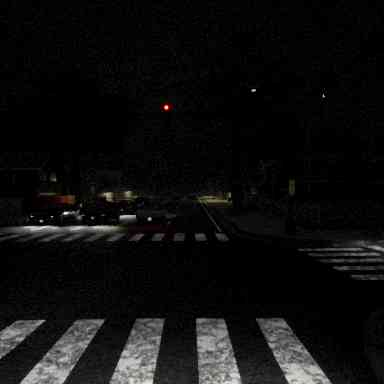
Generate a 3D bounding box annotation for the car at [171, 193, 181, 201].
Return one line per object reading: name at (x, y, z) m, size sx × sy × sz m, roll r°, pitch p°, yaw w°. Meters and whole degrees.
car at (-3.160, 0.939, 67.773) m, size 2.128 × 1.511 × 4.902 m, roll 0°, pitch 1°, yaw 0°

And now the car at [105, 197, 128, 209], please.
car at (-9.847, 1.432, 43.836) m, size 1.895 × 1.301 × 4.718 m, roll 0°, pitch 1°, yaw 0°

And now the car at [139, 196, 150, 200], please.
car at (-6.595, 1.337, 43.785) m, size 1.837 × 1.490 × 4.892 m, roll 0°, pitch 1°, yaw 0°

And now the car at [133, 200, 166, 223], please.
car at (-3.016, 1.563, 25.278) m, size 1.895 × 1.301 × 4.718 m, roll 0°, pitch 0°, yaw -2°

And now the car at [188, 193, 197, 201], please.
car at (0.093, 0.936, 67.084) m, size 1.882 × 1.535 × 5.008 m, roll 0°, pitch 1°, yaw 0°

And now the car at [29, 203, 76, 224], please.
car at (-9.855, 1.512, 24.405) m, size 2.033 × 1.411 × 5.357 m, roll 0°, pitch 0°, yaw 0°

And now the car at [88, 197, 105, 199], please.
car at (-9.853, 1.286, 33.789) m, size 2.097 × 1.767 × 4.553 m, roll 0°, pitch 0°, yaw 0°

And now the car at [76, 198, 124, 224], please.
car at (-6.603, 1.469, 24.484) m, size 1.837 × 1.490 × 4.892 m, roll 0°, pitch 0°, yaw 0°

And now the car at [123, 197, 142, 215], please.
car at (-6.601, 1.500, 33.381) m, size 1.994 × 1.385 × 4.181 m, roll 0°, pitch 0°, yaw 0°
